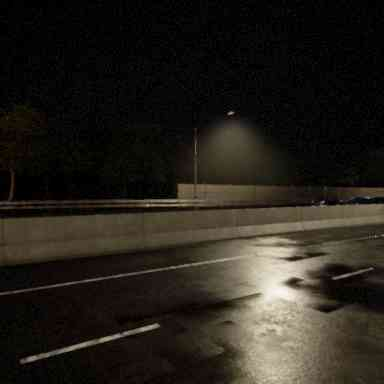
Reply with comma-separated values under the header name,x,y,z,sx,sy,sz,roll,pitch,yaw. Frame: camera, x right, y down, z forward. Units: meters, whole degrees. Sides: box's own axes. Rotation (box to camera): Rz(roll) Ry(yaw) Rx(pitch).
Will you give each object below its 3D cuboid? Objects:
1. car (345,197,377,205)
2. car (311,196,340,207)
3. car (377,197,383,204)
name,x,y,z,sx,sy,sz,roll,pitch,yaw
car,23.297,1.543,46.384,5.008,1.535,1.882,0,0,-35
car,19.144,1.414,47.727,4.553,1.767,2.097,0,0,-35
car,31.966,1.587,56.835,4.892,1.490,1.837,0,0,-35
